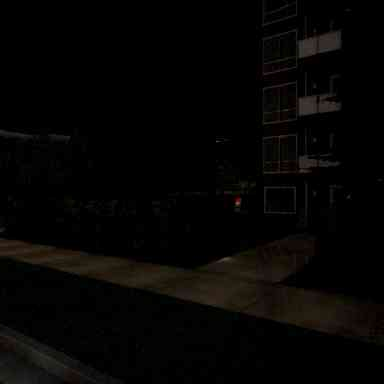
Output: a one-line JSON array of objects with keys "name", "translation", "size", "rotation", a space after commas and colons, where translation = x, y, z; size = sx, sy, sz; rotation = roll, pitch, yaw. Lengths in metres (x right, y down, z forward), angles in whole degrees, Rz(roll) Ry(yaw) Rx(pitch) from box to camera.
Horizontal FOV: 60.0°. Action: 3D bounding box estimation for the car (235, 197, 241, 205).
[{"name": "car", "translation": [9.336, 1.478, 58.051], "size": [1.882, 1.535, 5.008], "rotation": [0, 0, 36]}]
